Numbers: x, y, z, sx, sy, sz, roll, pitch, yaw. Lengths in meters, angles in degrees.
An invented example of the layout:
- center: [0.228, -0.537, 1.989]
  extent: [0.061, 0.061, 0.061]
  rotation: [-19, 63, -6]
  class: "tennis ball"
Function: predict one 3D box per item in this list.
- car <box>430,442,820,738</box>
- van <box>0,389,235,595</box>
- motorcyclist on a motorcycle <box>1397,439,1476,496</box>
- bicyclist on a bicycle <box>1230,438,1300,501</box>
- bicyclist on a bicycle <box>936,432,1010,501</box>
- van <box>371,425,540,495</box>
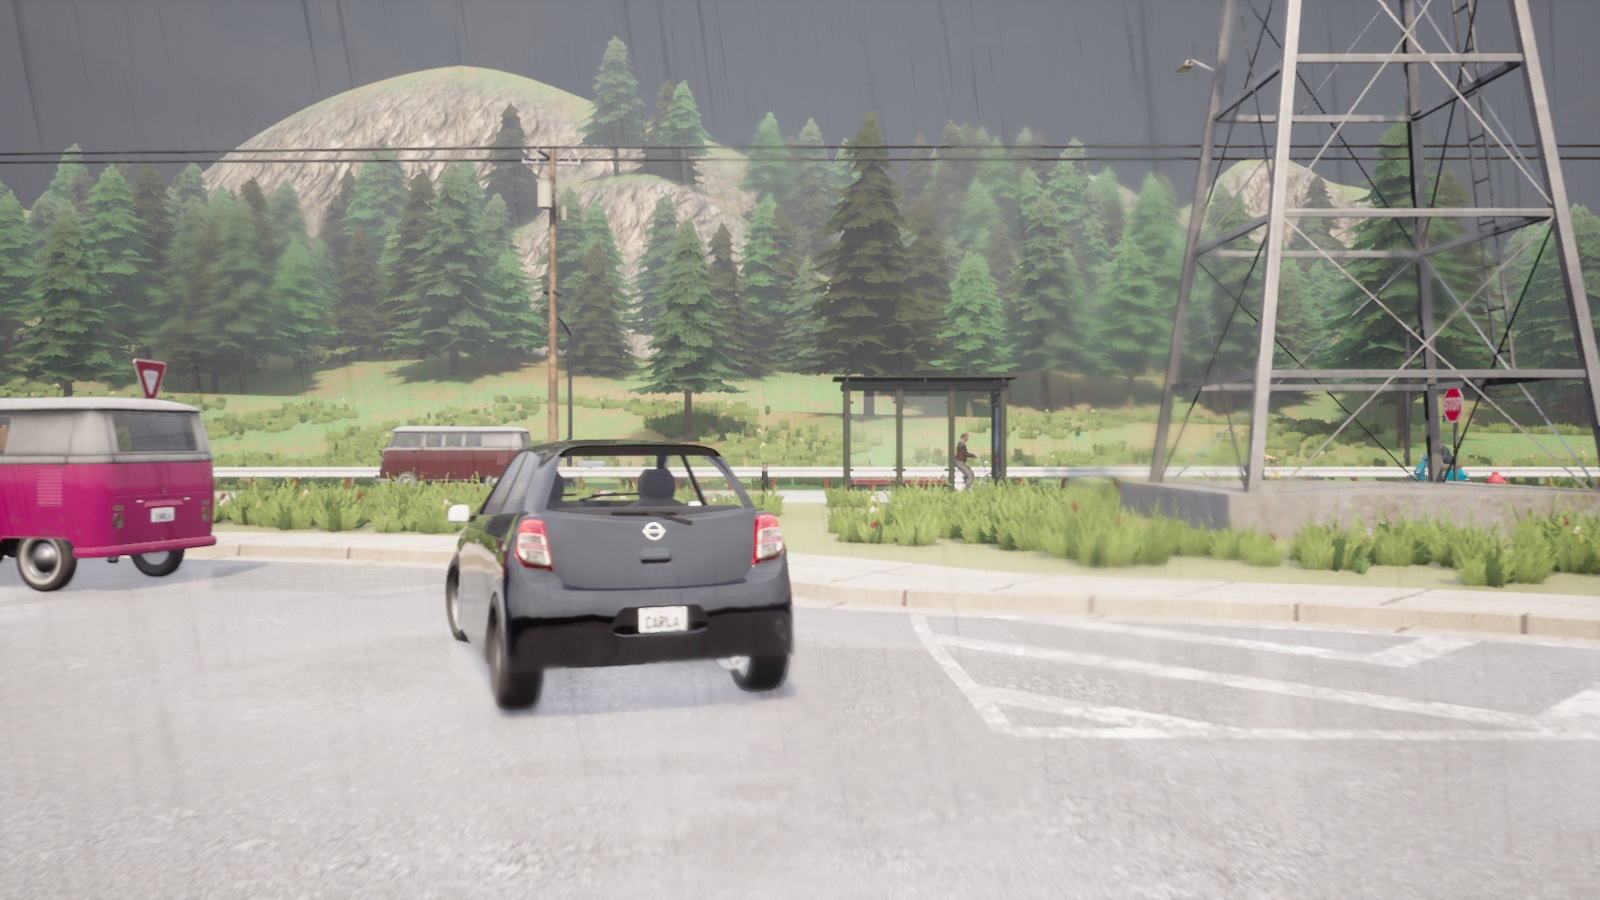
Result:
- center: [-1.383, 0.706, 8.379]
  extent: [1.845, 1.501, 3.633]
  rotation: [0, 0, -20]
  class: "car"
- center: [-8.617, 0.405, 13.603]
  extent: [4.442, 1.987, 1.775]
  rotation: [0, 0, 16]
  class: "van"
- center: [18.143, 0.494, 35.836]
  extent: [1.817, 1.590, 0.866]
  rotation: [0, 1, 10]
  class: "motorcyclist on a motorcycle"
- center: [12.105, 0.491, 32.729]
  extent: [1.509, 1.612, 0.866]
  rotation: [0, 0, 0]
  class: "bicyclist on a bicycle"
- center: [4.516, 0.419, 32.850]
  extent: [1.843, 1.776, 0.659]
  rotation: [0, 0, 1]
  class: "bicyclist on a bicycle"
- center: [-9.967, 0.267, 36.562]
  extent: [4.442, 1.987, 1.775]
  rotation: [0, 0, 1]
  class: "van"
